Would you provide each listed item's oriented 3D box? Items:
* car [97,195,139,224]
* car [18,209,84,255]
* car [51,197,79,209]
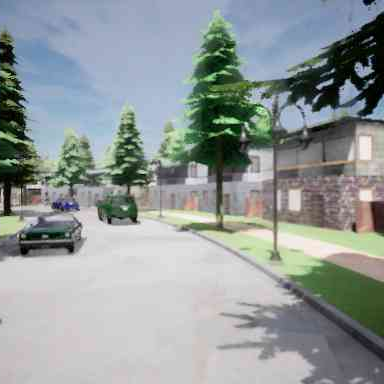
[{"bbox_3d":[-5.697,1.232,25.212,2.150,2.045,5.566,0,1,-25],"label":"car"},{"bbox_3d":[-5.639,1.620,13.775,1.895,1.301,4.718,0,0,-14],"label":"car"},{"bbox_3d":[-15.575,1.402,40.685,2.097,1.767,4.553,-1,0,-40],"label":"car"}]
